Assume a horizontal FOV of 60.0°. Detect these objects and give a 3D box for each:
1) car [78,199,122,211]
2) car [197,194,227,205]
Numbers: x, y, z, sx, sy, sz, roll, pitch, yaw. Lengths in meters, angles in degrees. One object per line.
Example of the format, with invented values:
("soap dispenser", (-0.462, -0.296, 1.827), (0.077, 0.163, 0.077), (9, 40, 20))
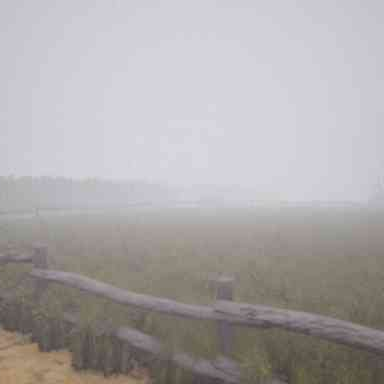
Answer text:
("car", (-9.515, 1.495, 34.683), (2.128, 1.511, 4.902), (0, 0, 35))
("car", (2.933, 1.227, 46.820), (2.150, 2.045, 5.566), (0, 0, 34))
